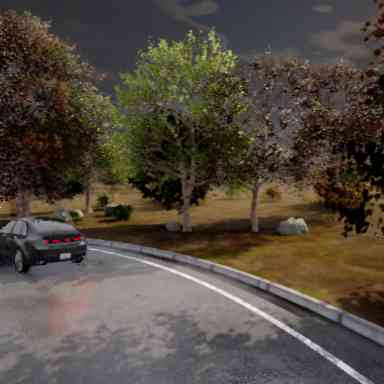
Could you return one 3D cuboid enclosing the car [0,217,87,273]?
[{"bbox_3d":[-5.261,1.593,11.125,1.837,1.490,4.892,1,-1,-44],"label":"car"}]
